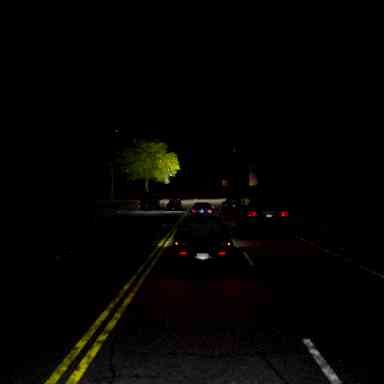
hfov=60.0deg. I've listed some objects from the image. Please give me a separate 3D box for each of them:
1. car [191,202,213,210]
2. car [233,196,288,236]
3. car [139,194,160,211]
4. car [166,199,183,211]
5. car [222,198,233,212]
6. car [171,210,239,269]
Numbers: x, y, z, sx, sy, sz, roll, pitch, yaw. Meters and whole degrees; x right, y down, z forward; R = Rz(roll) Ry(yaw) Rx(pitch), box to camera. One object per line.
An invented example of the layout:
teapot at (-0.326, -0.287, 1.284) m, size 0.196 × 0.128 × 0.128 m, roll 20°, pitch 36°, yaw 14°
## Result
car at (0.878, 1.595, 28.866) m, size 2.033 × 1.411 × 5.357 m, roll 0°, pitch 0°, yaw 2°
car at (3.859, 1.256, 18.921) m, size 2.150 × 2.045 × 5.566 m, roll 0°, pitch 0°, yaw 2°
car at (-5.398, 1.289, 42.974) m, size 2.150 × 2.045 × 5.566 m, roll 0°, pitch 0°, yaw 2°
car at (-2.163, 1.617, 42.354) m, size 2.033 × 1.411 × 5.357 m, roll 0°, pitch 0°, yaw 2°
car at (4.330, 1.412, 35.433) m, size 2.097 × 1.767 × 4.553 m, roll 0°, pitch 0°, yaw 2°
car at (0.363, 1.543, 11.159) m, size 1.812 × 1.442 × 4.674 m, roll 0°, pitch 0°, yaw 2°
